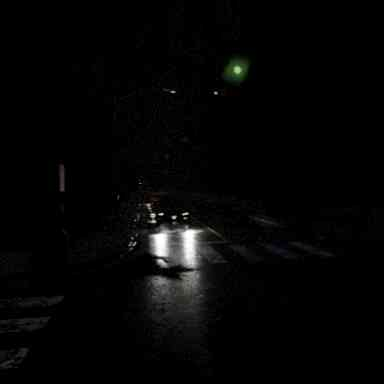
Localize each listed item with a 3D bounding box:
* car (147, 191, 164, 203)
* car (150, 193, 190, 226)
[{"bbox_3d":[-2.835,0.775,29.801,1.882,1.535,5.008,-1,1,-8],"label":"car"},{"bbox_3d":[-1.291,1.028,19.647,1.837,1.490,4.892,-1,1,-8],"label":"car"}]
